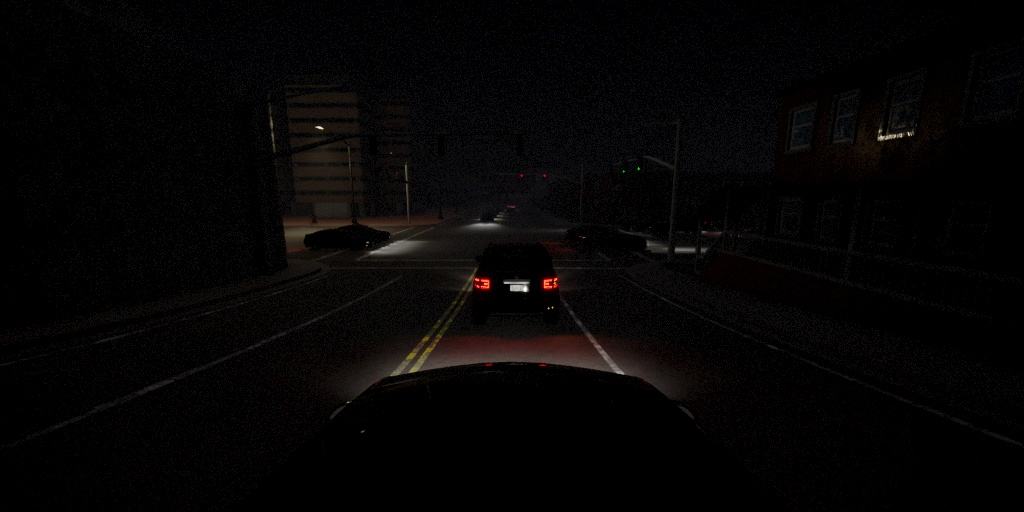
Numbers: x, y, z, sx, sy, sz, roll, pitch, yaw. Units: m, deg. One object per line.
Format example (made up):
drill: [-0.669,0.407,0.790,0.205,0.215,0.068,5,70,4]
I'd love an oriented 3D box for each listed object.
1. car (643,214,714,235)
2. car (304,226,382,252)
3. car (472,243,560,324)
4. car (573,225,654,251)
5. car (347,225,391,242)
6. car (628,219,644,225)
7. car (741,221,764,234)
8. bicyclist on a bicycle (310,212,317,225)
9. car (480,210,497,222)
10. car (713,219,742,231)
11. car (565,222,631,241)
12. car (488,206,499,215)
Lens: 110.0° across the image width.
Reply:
car: [16.888,-3.269,36.629,5.566,2.045,2.150,0,10,0]
car: [-12.458,-1.187,26.021,4.892,1.490,1.837,1,9,3]
car: [0.066,0.604,10.710,2.150,2.045,5.566,0,4,-1]
car: [7.281,-1.211,26.132,4.902,1.511,2.128,0,10,0]
car: [-12.551,-1.796,29.603,4.892,1.490,1.837,0,10,0]
car: [14.766,-3.487,40.156,4.718,1.301,1.895,0,10,0]
car: [26.683,-2.963,36.663,4.674,1.442,1.812,0,10,0]
bicyclist on a bicycle: [-25.363,-4.774,45.827,0.582,1.620,1.656,0,10,0]
car: [-3.710,-5.869,54.088,1.895,1.301,4.718,0,10,0]
car: [23.844,-3.554,40.112,4.674,1.442,1.812,0,10,0]
car: [6.850,-1.787,29.585,4.892,1.490,1.837,0,10,0]
car: [-3.705,-7.435,62.836,1.812,1.442,4.674,0,10,0]
